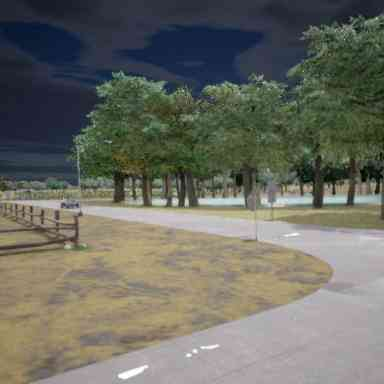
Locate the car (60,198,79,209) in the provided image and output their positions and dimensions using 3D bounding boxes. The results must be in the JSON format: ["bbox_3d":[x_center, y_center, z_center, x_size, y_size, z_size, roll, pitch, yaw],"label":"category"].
[{"bbox_3d":[-18.472,1.701,50.170,1.837,1.490,4.892,-3,1,-35],"label":"car"}]
